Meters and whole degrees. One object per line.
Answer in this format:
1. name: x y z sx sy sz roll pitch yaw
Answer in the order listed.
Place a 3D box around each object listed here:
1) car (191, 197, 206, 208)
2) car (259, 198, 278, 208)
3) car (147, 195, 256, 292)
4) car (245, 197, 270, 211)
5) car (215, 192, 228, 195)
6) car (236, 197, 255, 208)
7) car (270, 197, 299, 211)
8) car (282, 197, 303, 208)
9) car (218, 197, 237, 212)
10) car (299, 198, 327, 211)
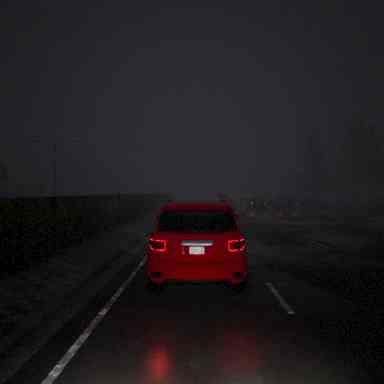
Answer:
1. car: 0.946 1.491 50.090 2.128 1.511 4.902 0 0 1
2. car: 11.444 1.564 49.886 1.994 1.385 4.181 0 0 1
3. car: 0.147 1.221 9.095 2.150 2.045 5.566 0 0 1
4. car: 7.765 1.352 40.755 2.097 1.767 4.553 0 0 1
5. car: 4.446 1.221 50.052 2.150 2.045 5.566 0 0 1
6. car: 7.944 1.491 49.954 2.128 1.511 4.902 0 0 1
7. car: 11.280 1.352 41.487 2.097 1.767 4.553 0 0 1
8. car: 14.943 1.505 49.817 1.837 1.490 4.892 0 0 1
9. car: 4.258 1.478 40.437 1.882 1.535 5.008 0 0 1
10. car: 14.764 1.478 40.649 1.882 1.535 5.008 0 0 1
